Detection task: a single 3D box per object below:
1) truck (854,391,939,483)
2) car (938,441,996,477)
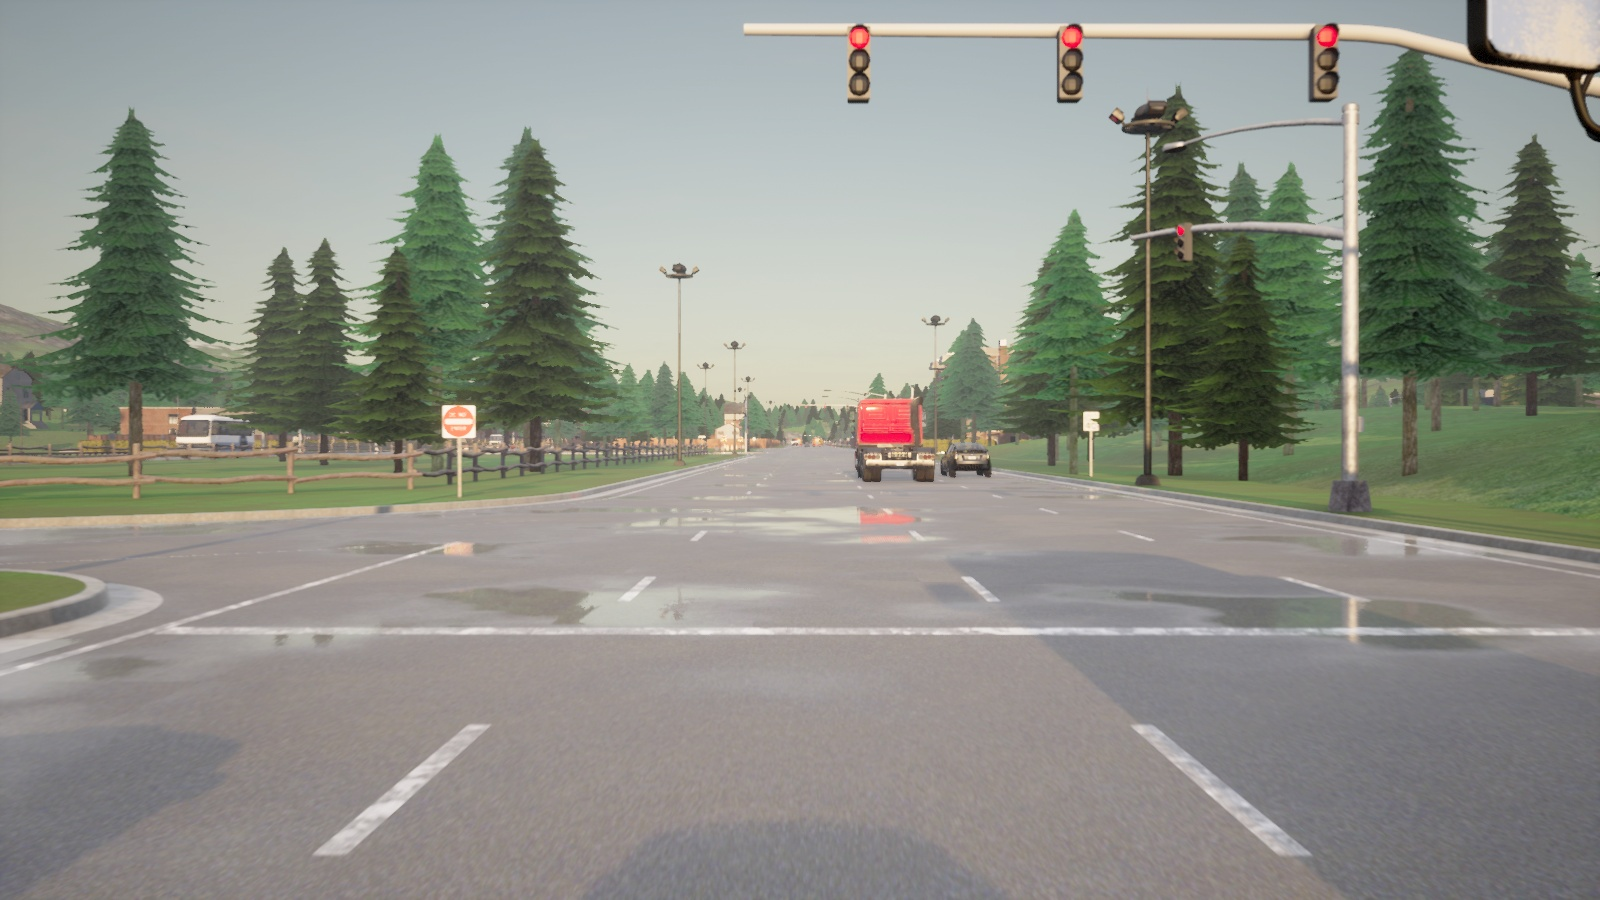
[{"bbox_3d":[3.799,-0.519,51.196,2.891,3.462,7.936,0,0,0],"label":"truck"},{"bbox_3d":[7.322,0.388,55.514,2.007,1.525,4.514,0,0,0],"label":"car"}]
